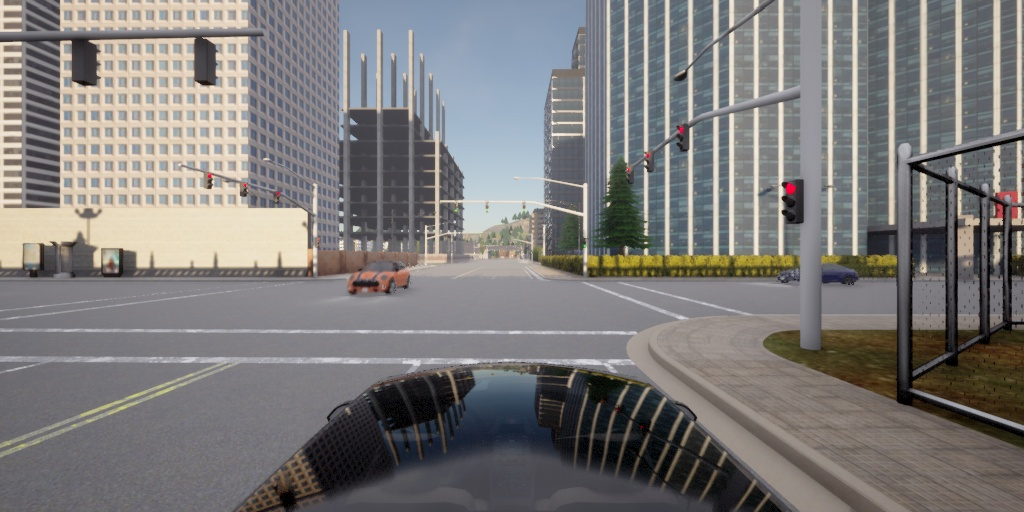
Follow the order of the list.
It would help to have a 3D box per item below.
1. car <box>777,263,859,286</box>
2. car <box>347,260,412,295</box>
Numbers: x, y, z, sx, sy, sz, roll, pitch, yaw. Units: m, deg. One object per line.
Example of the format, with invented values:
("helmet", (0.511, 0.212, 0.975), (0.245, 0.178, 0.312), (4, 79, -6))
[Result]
("car", (20.521, 1.220, 24.118), (4.674, 1.442, 1.812), (0, 0, 0))
("car", (-6.985, 1.037, 19.303), (2.097, 1.767, 4.553), (0, 0, 0))
